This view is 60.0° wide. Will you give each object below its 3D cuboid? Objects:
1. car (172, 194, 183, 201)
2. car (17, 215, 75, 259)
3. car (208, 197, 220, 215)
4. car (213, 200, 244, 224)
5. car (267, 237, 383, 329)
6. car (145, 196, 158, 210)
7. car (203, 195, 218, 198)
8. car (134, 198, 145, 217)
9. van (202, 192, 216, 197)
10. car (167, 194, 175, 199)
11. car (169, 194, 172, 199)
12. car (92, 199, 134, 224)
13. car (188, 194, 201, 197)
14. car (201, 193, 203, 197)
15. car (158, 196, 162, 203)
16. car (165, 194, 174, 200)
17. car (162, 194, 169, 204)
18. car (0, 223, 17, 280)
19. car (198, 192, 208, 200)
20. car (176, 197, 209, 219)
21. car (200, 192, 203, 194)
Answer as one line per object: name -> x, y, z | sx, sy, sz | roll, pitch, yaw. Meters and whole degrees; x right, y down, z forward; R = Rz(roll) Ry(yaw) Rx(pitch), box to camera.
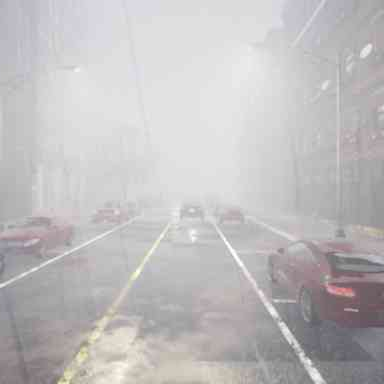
car -> -3.005, 1.157, 72.629 | 2.128, 1.511, 4.902 | 0, 0, 0
car -> -5.681, 1.532, 12.369 | 1.802, 1.307, 4.206 | 1, 0, 0
car -> 2.699, 1.431, 29.304 | 2.008, 1.369, 4.403 | 1, 0, 0
car -> 2.699, 1.486, 23.648 | 1.802, 1.307, 4.206 | 1, 0, 0
car -> 2.699, 1.556, 6.678 | 1.802, 1.307, 4.206 | 1, 0, 0
car -> -5.682, 1.375, 40.652 | 1.887, 1.381, 4.507 | 1, 0, 0
car -> 2.698, 1.382, 40.617 | 2.008, 1.369, 4.403 | 1, 0, 0
car -> -5.681, 1.445, 29.340 | 1.947, 1.339, 4.313 | 1, 0, 0
van -> 2.701, 1.148, 46.272 | 1.690, 1.788, 3.998 | 1, 0, 0
car -> -5.685, 1.152, 91.560 | 2.008, 1.369, 4.403 | 1, 0, 0
car -> -5.683, 1.231, 68.765 | 1.752, 1.417, 4.829 | 1, 0, 0
car -> -5.679, 1.343, 23.683 | 1.967, 1.590, 4.097 | 1, 0, 0
car -> -0.003, 1.369, 55.115 | 2.033, 1.411, 5.357 | 0, 0, 0
car -> 2.703, 1.323, 57.585 | 1.947, 1.339, 4.313 | 1, 0, 0
car -> -5.682, 1.357, 46.309 | 2.008, 1.369, 4.403 | 1, 0, 0
car -> -5.684, 1.178, 85.903 | 2.008, 1.369, 4.403 | 1, 0, 0
car -> -5.683, 1.307, 57.622 | 2.008, 1.369, 4.403 | 1, 0, 0
car -> -5.679, 1.413, 6.712 | 1.967, 1.590, 4.097 | 1, 0, 0
car -> 2.666, 0.969, 80.209 | 2.192, 1.841, 5.009 | 1, 0, 0
car -> 0.010, 1.424, 27.601 | 2.163, 1.488, 4.792 | 0, 0, 0
car -> 2.708, 1.256, 63.411 | 1.752, 1.417, 4.829 | 1, 0, 0
